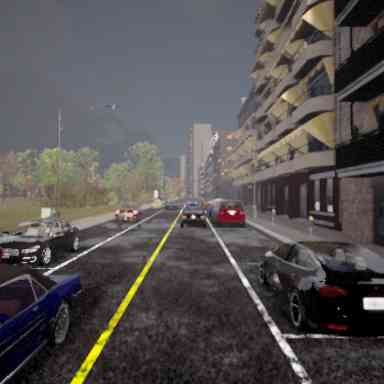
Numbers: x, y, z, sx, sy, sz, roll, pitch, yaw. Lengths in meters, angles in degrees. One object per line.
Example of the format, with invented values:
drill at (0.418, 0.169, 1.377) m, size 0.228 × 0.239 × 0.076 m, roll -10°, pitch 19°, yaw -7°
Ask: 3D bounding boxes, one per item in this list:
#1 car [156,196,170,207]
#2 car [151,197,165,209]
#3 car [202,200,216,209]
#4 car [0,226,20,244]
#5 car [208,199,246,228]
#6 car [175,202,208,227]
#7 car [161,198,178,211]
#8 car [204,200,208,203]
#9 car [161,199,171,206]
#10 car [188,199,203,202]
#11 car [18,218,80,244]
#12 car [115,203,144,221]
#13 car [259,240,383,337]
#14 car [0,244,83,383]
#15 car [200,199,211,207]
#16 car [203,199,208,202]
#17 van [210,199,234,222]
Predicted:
car at (-5.317, 1.774, 62.591) m, size 2.192 × 1.841 × 5.009 m, roll 1°, pitch 0°, yaw 0°
car at (-5.317, 1.896, 51.112) m, size 1.752 × 1.417 × 4.829 m, roll 1°, pitch 0°, yaw 0°
car at (2.563, 1.944, 52.026) m, size 1.947 × 1.339 × 4.313 m, roll 1°, pitch 0°, yaw 0°
car at (-5.308, 1.588, 6.052) m, size 1.887 × 1.381 × 4.507 m, roll 1°, pitch 0°, yaw 0°
car at (2.571, 1.484, 23.723) m, size 2.192 × 1.841 × 5.009 m, roll 1°, pitch 0°, yaw 0°
car at (0.096, 1.722, 24.446) m, size 2.033 × 1.411 × 5.357 m, roll 0°, pitch 0°, yaw 0°
car at (-2.842, 1.903, 46.785) m, size 1.994 × 1.385 × 4.181 m, roll 0°, pitch -1°, yaw 0°
car at (2.566, 1.817, 35.044) m, size 1.947 × 1.339 × 4.313 m, roll 1°, pitch 0°, yaw 0°
car at (-5.320, 2.084, 68.244) m, size 1.802 × 1.307 × 4.206 m, roll 1°, pitch 0°, yaw 0°
car at (0.087, 1.828, 41.996) m, size 1.812 × 1.442 × 4.674 m, roll 0°, pitch 0°, yaw 0°
car at (-5.310, 1.635, 11.706) m, size 2.008 × 1.369 × 4.403 m, roll 1°, pitch 0°, yaw 0°
car at (-5.311, 1.645, 28.668) m, size 1.967 × 1.590 × 4.097 m, roll 1°, pitch 0°, yaw 0°
car at (2.571, 1.615, 6.739) m, size 1.947 × 1.339 × 4.313 m, roll 1°, pitch 0°, yaw 0°
car at (-2.851, 1.627, 3.649) m, size 1.895 × 1.301 × 4.718 m, roll 0°, pitch 0°, yaw 0°
car at (2.561, 2.031, 63.347) m, size 1.947 × 1.339 × 4.313 m, roll 1°, pitch 0°, yaw 0°
car at (2.564, 1.880, 46.366) m, size 1.887 × 1.381 × 4.507 m, roll 1°, pitch 0°, yaw 0°
van at (2.570, 1.551, 29.384) m, size 1.690 × 1.788 × 3.998 m, roll 1°, pitch 0°, yaw 0°
